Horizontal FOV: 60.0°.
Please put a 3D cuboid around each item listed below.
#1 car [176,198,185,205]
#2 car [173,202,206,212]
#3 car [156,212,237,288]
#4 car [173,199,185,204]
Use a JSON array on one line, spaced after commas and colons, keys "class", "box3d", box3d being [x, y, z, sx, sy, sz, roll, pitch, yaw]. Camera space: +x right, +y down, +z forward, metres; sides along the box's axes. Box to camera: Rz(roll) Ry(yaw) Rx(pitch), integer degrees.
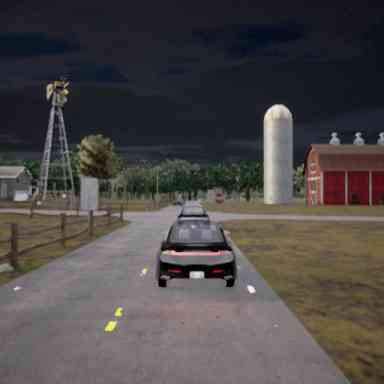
[{"class": "car", "box3d": [-2.645, 2.244, 79.313, 1.994, 1.385, 4.181, 0, -1, 0]}, {"class": "car", "box3d": [0.089, 1.577, 19.300, 2.128, 1.511, 4.902, 0, 0, 0]}, {"class": "car", "box3d": [0.099, 1.525, 9.323, 2.128, 1.511, 4.902, 0, 0, 0]}, {"class": "car", "box3d": [-2.702, 2.085, 63.875, 1.895, 1.301, 4.718, 0, -1, 1]}]
